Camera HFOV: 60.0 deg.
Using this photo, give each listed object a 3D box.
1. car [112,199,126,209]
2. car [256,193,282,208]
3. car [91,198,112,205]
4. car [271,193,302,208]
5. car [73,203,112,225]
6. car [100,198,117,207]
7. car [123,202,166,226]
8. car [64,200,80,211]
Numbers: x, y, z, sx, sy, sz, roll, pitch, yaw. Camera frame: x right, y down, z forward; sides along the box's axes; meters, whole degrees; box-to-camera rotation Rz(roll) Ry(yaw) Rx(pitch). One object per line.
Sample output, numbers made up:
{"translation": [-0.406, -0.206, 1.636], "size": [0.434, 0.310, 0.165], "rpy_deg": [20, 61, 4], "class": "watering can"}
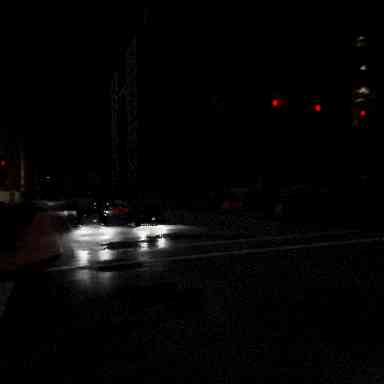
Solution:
{"translation": [-11.140, 1.811, 51.284], "size": [1.812, 1.442, 4.674], "rpy_deg": [-1, 0, -23], "class": "car"}
{"translation": [10.075, 1.119, 43.983], "size": [1.905, 1.878, 3.866], "rpy_deg": [-1, 0, -23], "class": "car"}
{"translation": [-12.899, 1.647, 46.262], "size": [2.097, 1.767, 4.553], "rpy_deg": [-1, 0, -23], "class": "car"}
{"translation": [12.778, 1.083, 45.143], "size": [1.905, 1.878, 3.866], "rpy_deg": [-1, 0, -23], "class": "car"}
{"translation": [-7.771, 1.756, 25.682], "size": [1.895, 1.301, 4.718], "rpy_deg": [-1, 0, -24], "class": "car"}
{"translation": [-15.273, 1.867, 60.633], "size": [2.128, 1.511, 4.902], "rpy_deg": [-1, 0, -24], "class": "car"}
{"translation": [-3.406, 1.651, 24.426], "size": [1.994, 1.385, 4.181], "rpy_deg": [-1, 0, -24], "class": "car"}
{"translation": [-16.995, 1.836, 46.931], "size": [1.882, 1.535, 5.008], "rpy_deg": [-1, -1, -23], "class": "car"}
